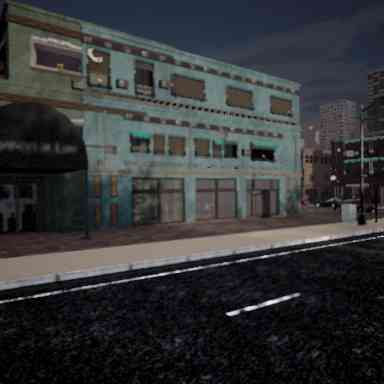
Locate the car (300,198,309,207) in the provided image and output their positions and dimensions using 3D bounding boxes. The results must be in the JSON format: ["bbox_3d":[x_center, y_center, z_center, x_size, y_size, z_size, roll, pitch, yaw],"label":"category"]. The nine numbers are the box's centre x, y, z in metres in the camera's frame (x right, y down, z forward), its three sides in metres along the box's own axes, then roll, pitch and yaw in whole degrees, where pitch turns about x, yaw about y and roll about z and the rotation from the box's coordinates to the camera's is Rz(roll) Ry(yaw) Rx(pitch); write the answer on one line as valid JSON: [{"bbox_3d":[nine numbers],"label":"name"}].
[{"bbox_3d":[16.819,1.680,53.138,1.802,1.307,4.206,-2,0,-35],"label":"car"}]

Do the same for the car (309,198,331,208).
[{"bbox_3d":[20.029,1.586,48.629,2.008,1.369,4.403,-2,0,-35],"label":"car"}]

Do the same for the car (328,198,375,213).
[{"bbox_3d":[17.944,1.632,36.901,1.947,1.339,4.313,-2,0,-35],"label":"car"}]
